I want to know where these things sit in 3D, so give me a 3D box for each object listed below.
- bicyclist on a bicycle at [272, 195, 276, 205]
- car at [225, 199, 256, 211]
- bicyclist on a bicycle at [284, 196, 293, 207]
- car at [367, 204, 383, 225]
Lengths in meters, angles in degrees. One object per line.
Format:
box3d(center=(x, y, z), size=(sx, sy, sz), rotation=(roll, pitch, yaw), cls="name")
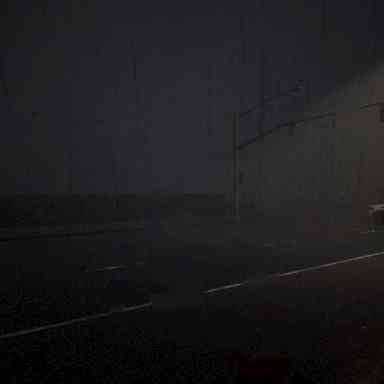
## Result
box3d(center=(13.420, 1.300, 54.421), size=(0.582, 1.620, 1.656), rotation=(0, 0, 21), cls="bicyclist on a bicycle")
box3d(center=(5.409, 1.547, 40.634), size=(2.033, 1.411, 5.357), rotation=(0, 0, -35), cls="car")
box3d(center=(14.422, 1.453, 49.513), size=(1.656, 1.620, 0.582), rotation=(0, 0, -23), cls="bicyclist on a bicycle")
box3d(center=(14.690, 1.221, 21.968), size=(2.150, 2.045, 5.566), rotation=(0, 0, -38), cls="car")
